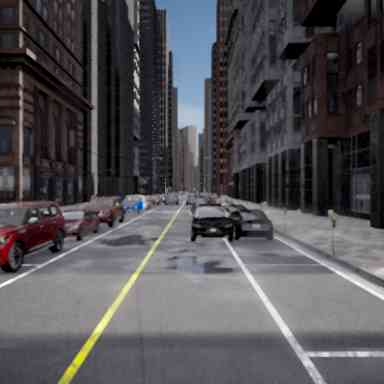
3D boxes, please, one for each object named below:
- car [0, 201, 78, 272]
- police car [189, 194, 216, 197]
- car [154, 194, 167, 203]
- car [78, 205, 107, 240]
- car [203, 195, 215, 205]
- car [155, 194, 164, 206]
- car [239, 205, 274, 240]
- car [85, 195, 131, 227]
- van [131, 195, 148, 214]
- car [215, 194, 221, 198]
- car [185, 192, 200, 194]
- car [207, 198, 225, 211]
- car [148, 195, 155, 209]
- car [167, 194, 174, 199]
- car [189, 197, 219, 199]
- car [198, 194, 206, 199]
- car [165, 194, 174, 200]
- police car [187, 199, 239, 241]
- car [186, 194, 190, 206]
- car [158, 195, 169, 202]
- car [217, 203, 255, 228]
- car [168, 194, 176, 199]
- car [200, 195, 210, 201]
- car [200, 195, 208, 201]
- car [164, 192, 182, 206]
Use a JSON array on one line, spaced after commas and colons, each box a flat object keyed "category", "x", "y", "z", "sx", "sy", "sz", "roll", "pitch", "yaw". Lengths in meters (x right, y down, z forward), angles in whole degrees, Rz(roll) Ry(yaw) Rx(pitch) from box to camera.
[{"category": "car", "x": -5.753, "y": 1.268, "z": 10.755, "sx": 2.192, "sy": 1.841, "sz": 5.009, "roll": 0, "pitch": 0, "yaw": 0}, {"category": "police car", "x": 0.918, "y": 1.292, "z": 32.327, "sx": 1.930, "sy": 1.638, "sz": 5.238, "roll": 0, "pitch": 0, "yaw": 0}, {"category": "car", "x": -5.726, "y": 1.200, "z": 61.171, "sx": 1.967, "sy": 1.590, "sz": 4.097, "roll": 0, "pitch": 0, "yaw": 0}, {"category": "car", "x": -5.751, "y": 1.511, "z": 16.357, "sx": 1.802, "sy": 1.307, "sz": 4.206, "roll": 0, "pitch": 0, "yaw": 0}, {"category": "car", "x": 2.796, "y": 1.306, "z": 55.749, "sx": 1.752, "sy": 1.417, "sz": 4.829, "roll": 0, "pitch": 0, "yaw": 0}, {"category": "car", "x": -5.732, "y": 1.241, "z": 49.967, "sx": 1.967, "sy": 1.590, "sz": 4.097, "roll": 0, "pitch": 0, "yaw": 0}, {"category": "car", "x": 2.774, "y": 1.496, "z": 16.366, "sx": 1.947, "sy": 1.339, "sz": 4.313, "roll": 0, "pitch": 0, "yaw": 0}, {"category": "car", "x": -5.747, "y": 1.222, "z": 21.958, "sx": 2.192, "sy": 1.841, "sz": 5.009, "roll": 0, "pitch": 0, "yaw": 0}, {"category": "van", "x": -5.741, "y": 1.204, "z": 33.161, "sx": 1.690, "sy": 1.788, "sz": 3.998, "roll": 0, "pitch": 0, "yaw": 0}, {"category": "car", "x": 2.784, "y": 1.303, "z": 33.171, "sx": 1.967, "sy": 1.590, "sz": 4.097, "roll": 0, "pitch": 0, "yaw": 0}, {"category": "car", "x": 0.039, "y": 1.101, "z": 69.872, "sx": 2.128, "sy": 1.511, "sz": 4.902, "roll": 0, "pitch": 0, "yaw": 0}, {"category": "car", "x": 2.786, "y": 1.424, "z": 38.773, "sx": 1.802, "sy": 1.307, "sz": 4.206, "roll": 0, "pitch": 0, "yaw": 0}, {"category": "car", "x": -5.739, "y": 1.367, "z": 38.593, "sx": 1.752, "sy": 1.417, "sz": 4.829, "roll": 0, "pitch": 0, "yaw": 0}, {"category": "car", "x": -5.711, "y": 1.189, "z": 89.009, "sx": 1.752, "sy": 1.417, "sz": 4.829, "roll": 0, "pitch": 0, "yaw": 0}, {"category": "car", "x": 0.855, "y": 1.396, "z": 26.218, "sx": 1.837, "sy": 1.490, "sz": 4.892, "roll": 0, "pitch": 0, "yaw": 0}, {"category": "car", "x": 2.817, "y": 1.190, "z": 94.794, "sx": 1.887, "sy": 1.381, "sz": 4.507, "roll": 0, "pitch": 0, "yaw": 0}, {"category": "car", "x": -5.715, "y": 1.233, "z": 83.577, "sx": 2.008, "sy": 1.369, "sz": 4.403, "roll": 0, "pitch": 0, "yaw": 0}, {"category": "police car", "x": 0.868, "y": 1.356, "z": 16.324, "sx": 1.930, "sy": 1.638, "sz": 5.238, "roll": 0, "pitch": 0, "yaw": 0}, {"category": "car", "x": 0.029, "y": 1.361, "z": 51.102, "sx": 1.994, "sy": 1.385, "sz": 4.181, "roll": 0, "pitch": 0, "yaw": 0}, {"category": "car", "x": -5.724, "y": 1.322, "z": 66.772, "sx": 1.802, "sy": 1.307, "sz": 4.206, "roll": 0, "pitch": 0, "yaw": 0}, {"category": "car", "x": 2.777, "y": 1.473, "z": 21.968, "sx": 1.947, "sy": 1.339, "sz": 4.313, "roll": 0, "pitch": 0, "yaw": 0}, {"category": "car", "x": -5.708, "y": 1.190, "z": 94.781, "sx": 1.887, "sy": 1.381, "sz": 4.507, "roll": 0, "pitch": 0, "yaw": 0}, {"category": "car", "x": 2.804, "y": 1.303, "z": 72.386, "sx": 1.802, "sy": 1.307, "sz": 4.206, "roll": 0, "pitch": 0, "yaw": 0}, {"category": "car", "x": 2.807, "y": 1.284, "z": 77.988, "sx": 1.802, "sy": 1.307, "sz": 4.206, "roll": 0, "pitch": 0, "yaw": 0}, {"category": "car", "x": -3.021, "y": 1.151, "z": 50.376, "sx": 2.097, "sy": 1.767, "sz": 4.553, "roll": 0, "pitch": 0, "yaw": 0}]
